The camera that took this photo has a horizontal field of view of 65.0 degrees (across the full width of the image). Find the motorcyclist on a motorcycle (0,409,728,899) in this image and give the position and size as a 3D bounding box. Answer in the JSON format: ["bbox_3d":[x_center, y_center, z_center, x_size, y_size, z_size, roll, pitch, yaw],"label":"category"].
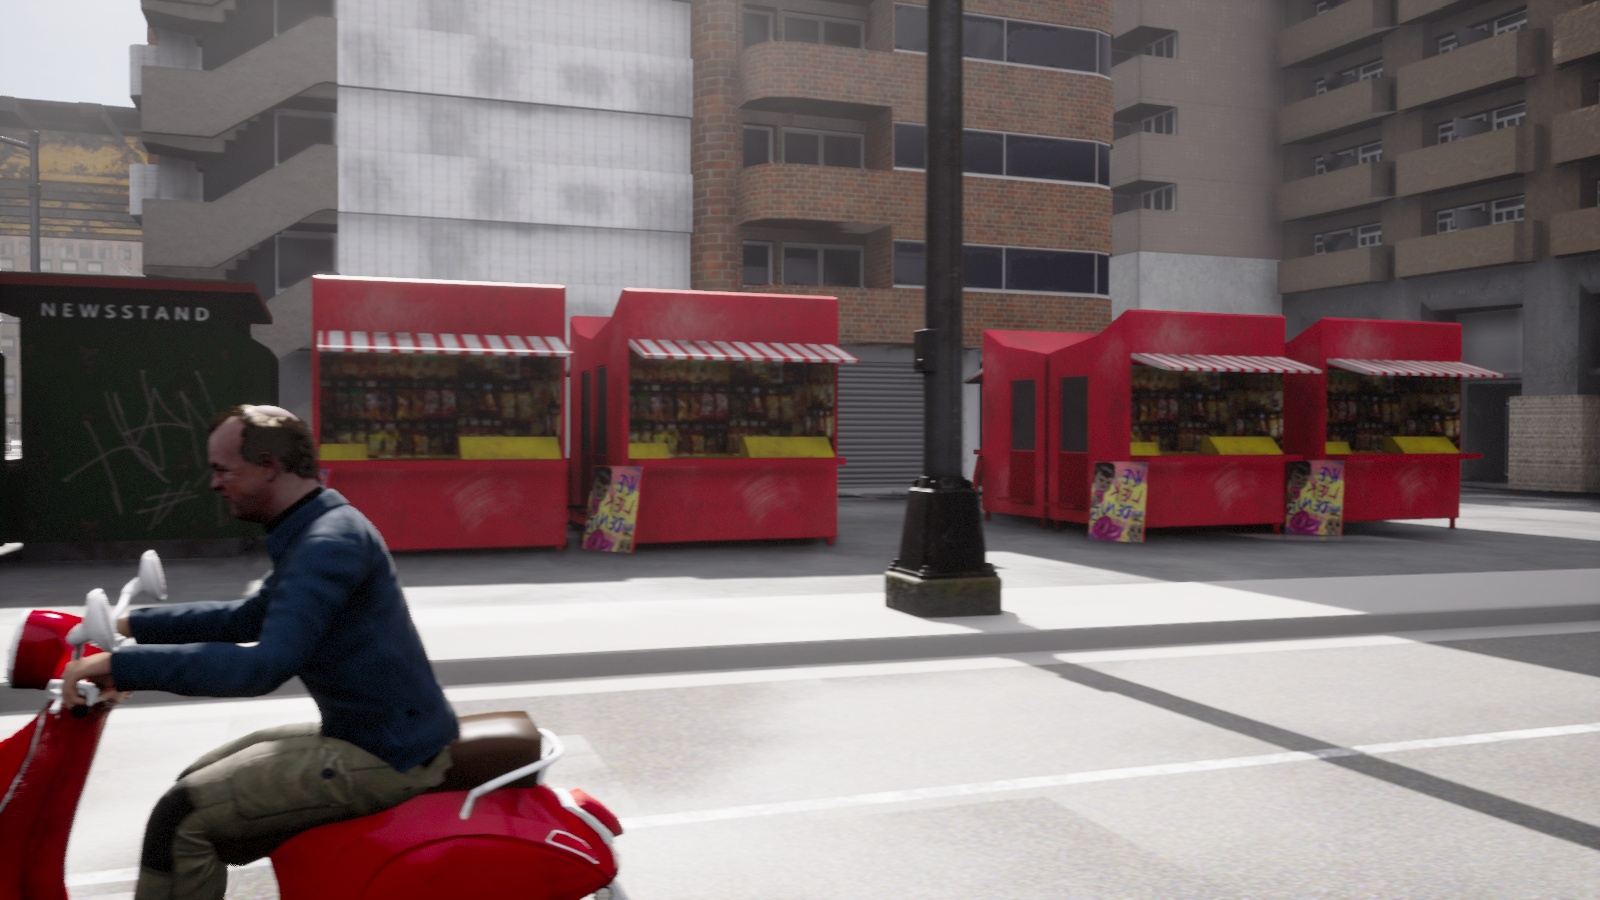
[{"bbox_3d":[-1.163,0.720,2.798,1.817,1.590,0.866,-1,1,-21],"label":"motorcyclist on a motorcycle"}]
